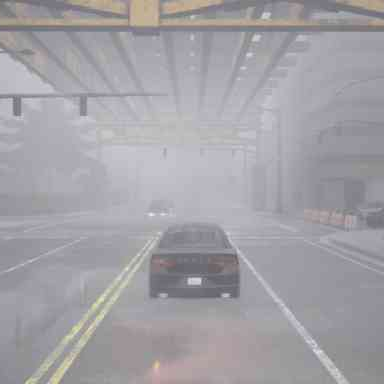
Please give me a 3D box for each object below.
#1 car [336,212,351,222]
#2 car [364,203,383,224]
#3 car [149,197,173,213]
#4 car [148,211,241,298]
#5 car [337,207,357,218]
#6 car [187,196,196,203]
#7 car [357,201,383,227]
[{"bbox_3d":[13.528,1.453,25.011,4.974,1.542,2.038,0,0,25],"label":"car"},{"bbox_3d":[13.260,1.295,20.870,4.536,1.218,1.853,0,0,-20],"label":"car"},{"bbox_3d":[-3.694,1.547,38.079,2.033,1.411,5.357,0,0,0],"label":"car"},{"bbox_3d":[0.052,1.478,8.546,1.882,1.535,5.008,0,0,0],"label":"car"},{"bbox_3d":[13.575,1.295,24.990,4.536,1.218,1.853,0,0,25],"label":"car"},{"bbox_3d":[-0.063,1.491,66.351,2.128,1.511,4.902,0,0,0],"label":"car"},{"bbox_3d":[13.212,1.453,20.852,4.974,1.542,2.038,0,0,-20],"label":"car"}]
